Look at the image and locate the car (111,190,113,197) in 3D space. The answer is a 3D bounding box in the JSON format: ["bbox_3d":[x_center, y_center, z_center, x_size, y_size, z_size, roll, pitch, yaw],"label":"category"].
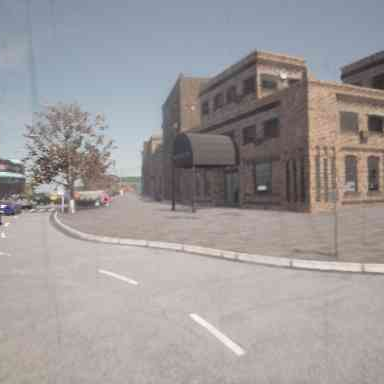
[{"bbox_3d":[-19.914,0.886,71.037,4.792,1.488,2.163,-1,2,-9],"label":"car"}]

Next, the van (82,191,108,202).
[{"bbox_3d":[-18.301,0.809,63.001,4.442,1.987,1.878,-1,1,-11],"label":"van"}]

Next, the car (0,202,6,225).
[{"bbox_3d":[-14.484,1.773,23.390,1.837,1.490,4.892,-1,1,-26],"label":"car"}]

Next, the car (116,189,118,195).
[{"bbox_3d":[-21.511,0.605,81.967,4.792,1.488,2.163,-1,2,-6],"label":"car"}]

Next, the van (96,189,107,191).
[{"bbox_3d":[-16.216,1.015,52.404,4.442,1.987,1.878,-1,1,-13],"label":"van"}]

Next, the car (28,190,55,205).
[{"bbox_3d":[-24.541,1.086,54.367,2.150,2.045,5.566,-1,1,-13],"label":"car"}]

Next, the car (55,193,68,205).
[{"bbox_3d":[-21.729,1.317,55.553,1.812,1.442,4.674,-1,1,-12],"label":"car"}]

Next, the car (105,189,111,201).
[{"bbox_3d":[-16.697,0.941,55.110,5.566,2.045,2.435,-1,1,-13],"label":"car"}]

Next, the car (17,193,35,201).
[{"bbox_3d":[-37.266,1.101,74.951,2.163,1.488,4.792,-1,2,-7],"label":"car"}]

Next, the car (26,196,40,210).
[{"bbox_3d":[-22.139,1.632,44.410,1.895,1.301,4.718,-1,1,-13],"label":"car"}]

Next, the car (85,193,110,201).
[{"bbox_3d":[-19.419,0.959,68.351,4.674,1.452,2.002,-1,2,-10],"label":"car"}]

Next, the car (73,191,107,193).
[{"bbox_3d":[-15.451,1.158,49.754,4.553,1.767,2.185,-1,1,-13],"label":"car"}]

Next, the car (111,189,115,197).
[{"bbox_3d":[-20.293,0.819,73.738,4.792,1.488,2.163,-1,2,-8],"label":"car"}]

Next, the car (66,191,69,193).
[{"bbox_3d":[-23.737,0.998,65.293,2.033,1.411,5.357,-1,2,-10],"label":"car"}]

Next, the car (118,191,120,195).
[{"bbox_3d":[-22.126,0.195,87.390,5.566,2.045,2.435,-1,1,-5],"label":"car"}]

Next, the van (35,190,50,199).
[{"bbox_3d":[-38.549,0.588,85.866,1.878,1.987,4.442,-1,1,-5],"label":"van"}]

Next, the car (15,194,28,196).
[{"bbox_3d":[-36.457,1.200,69.519,2.097,1.535,5.008,-1,2,-9],"label":"car"}]

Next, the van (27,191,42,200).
[{"bbox_3d":[-37.954,0.711,80.361,1.878,1.987,4.442,-1,1,-6],"label":"van"}]

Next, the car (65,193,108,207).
[{"bbox_3d":[-14.866,1.329,47.064,4.892,1.521,2.231,-1,1,-13],"label":"car"}]

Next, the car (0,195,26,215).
[{"bbox_3d":[-19.523,1.506,35.314,2.097,1.767,4.553,-1,1,-18],"label":"car"}]
